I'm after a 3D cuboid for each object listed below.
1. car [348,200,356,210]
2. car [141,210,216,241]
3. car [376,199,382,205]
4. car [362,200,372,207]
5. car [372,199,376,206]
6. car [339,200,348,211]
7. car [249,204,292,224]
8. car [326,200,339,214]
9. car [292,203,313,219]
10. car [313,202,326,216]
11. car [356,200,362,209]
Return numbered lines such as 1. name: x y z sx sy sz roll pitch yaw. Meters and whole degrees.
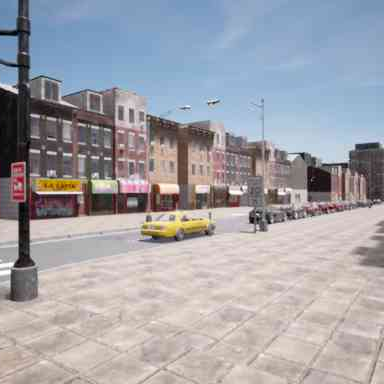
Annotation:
1. car: 22.258 1.951 48.923 2.008 1.369 4.403 -1 -1 35
2. car: -0.499 1.597 16.993 1.752 1.417 4.829 -1 -1 35
3. car: 45.113 2.459 80.988 2.008 1.369 4.403 -2 -2 35
4. car: 32.055 2.145 62.666 2.008 1.369 4.403 -1 -1 35
5. car: 35.318 2.210 67.246 1.887 1.381 4.507 -1 -2 35
6. car: 18.992 1.782 44.343 1.967 1.590 4.097 -1 -1 35
7. car: 5.933 1.714 26.017 1.947 1.339 4.313 -1 -1 35
8. car: 15.728 1.833 39.760 1.887 1.381 4.507 -1 -1 35
9. car: 9.198 1.742 30.598 2.008 1.369 4.403 -1 -1 35
10. car: 12.463 1.820 35.179 1.802 1.307 4.206 -1 -1 35
11. car: 25.523 2.012 53.504 2.008 1.369 4.403 -1 -1 35
